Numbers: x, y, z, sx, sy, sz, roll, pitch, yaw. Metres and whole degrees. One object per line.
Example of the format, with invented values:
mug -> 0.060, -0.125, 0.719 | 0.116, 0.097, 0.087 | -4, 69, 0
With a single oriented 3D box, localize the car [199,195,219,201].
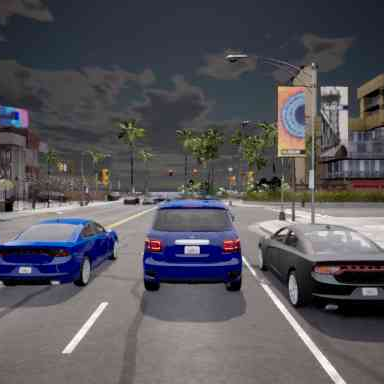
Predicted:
car -> 4.248, 1.540, 81.829 | 2.033, 1.411, 5.357 | 0, 0, 40

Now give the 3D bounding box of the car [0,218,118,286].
car -> -3.455, 1.478, 9.404 | 1.882, 1.535, 5.008 | 0, 0, 0

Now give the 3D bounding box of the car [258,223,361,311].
car -> 2.891, 1.480, 7.911 | 2.097, 1.535, 5.008 | 0, 0, 0

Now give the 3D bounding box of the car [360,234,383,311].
car -> 3.039, 1.354, 1.486 | 2.185, 1.767, 4.553 | 0, 0, 0

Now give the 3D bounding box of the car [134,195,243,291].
car -> 0.038, 1.221, 9.152 | 2.150, 2.045, 5.566 | 0, 0, 1

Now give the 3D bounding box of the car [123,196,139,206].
car -> -10.184, 1.477, 56.330 | 1.882, 1.535, 5.008 | 0, 0, 5

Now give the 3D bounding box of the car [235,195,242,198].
car -> 13.513, 1.522, 93.726 | 4.674, 1.442, 1.812 | 0, 0, -32

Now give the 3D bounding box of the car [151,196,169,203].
car -> -6.755, 1.595, 71.041 | 1.895, 1.301, 4.718 | 0, 0, 23

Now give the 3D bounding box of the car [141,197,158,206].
car -> -6.847, 1.564, 54.152 | 1.994, 1.385, 4.181 | 0, 0, 4

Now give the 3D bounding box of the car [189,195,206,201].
car -> 1.467, 1.524, 83.962 | 1.812, 1.442, 4.674 | 0, 0, 40
